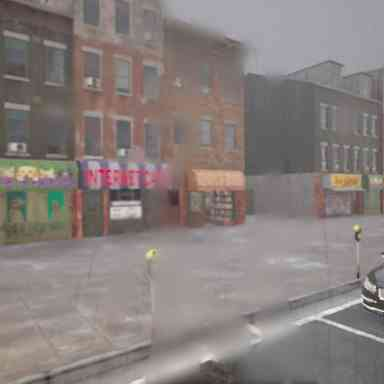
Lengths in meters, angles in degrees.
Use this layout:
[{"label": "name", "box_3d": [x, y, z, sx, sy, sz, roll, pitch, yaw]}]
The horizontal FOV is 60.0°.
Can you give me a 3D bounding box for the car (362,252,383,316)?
[{"label": "car", "box_3d": [4.954, 1.500, 6.339, 4.403, 1.369, 2.008, 0, 0, -35]}]
